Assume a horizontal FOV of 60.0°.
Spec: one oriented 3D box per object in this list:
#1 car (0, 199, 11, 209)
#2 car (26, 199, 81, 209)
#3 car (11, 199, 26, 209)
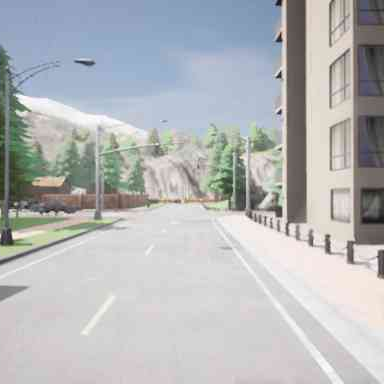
[{"bbox_3d":[-27.502,1.638,50.041,1.905,1.878,3.866,0,-1,-1],"label":"car"},{"bbox_3d":[-15.432,1.731,37.836,5.357,1.411,2.033,0,-1,-1],"label":"car"},{"bbox_3d":[-24.997,1.641,50.486,1.932,1.855,4.605,0,-1,-1],"label":"car"}]
